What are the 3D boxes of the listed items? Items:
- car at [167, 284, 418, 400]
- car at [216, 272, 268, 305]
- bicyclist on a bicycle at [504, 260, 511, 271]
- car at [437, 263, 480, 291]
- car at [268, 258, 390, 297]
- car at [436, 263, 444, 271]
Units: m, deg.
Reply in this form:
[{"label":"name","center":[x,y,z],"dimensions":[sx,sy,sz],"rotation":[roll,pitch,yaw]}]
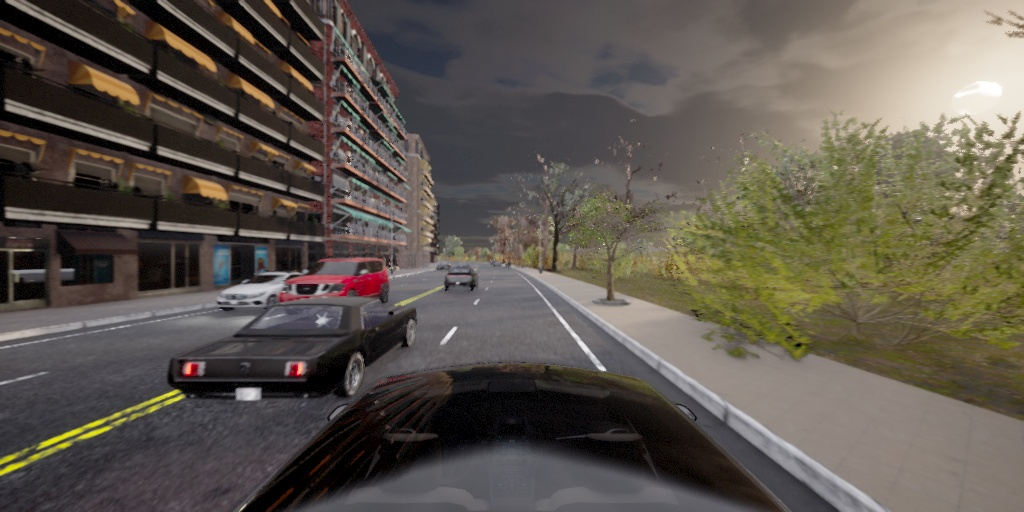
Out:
[{"label":"car","center":[-3.152,1.390,6.522],"dimensions":[1.895,1.301,4.718],"rotation":[0,0,0]},{"label":"car","center":[-9.864,1.385,15.039],"dimensions":[1.812,1.442,4.674],"rotation":[0,0,0]},{"label":"bicyclist on a bicycle","center":[-0.465,1.593,60.130],"dimensions":[0.659,1.776,1.843],"rotation":[0,0,-4]},{"label":"car","center":[-3.210,1.421,23.523],"dimensions":[2.128,1.511,4.902],"rotation":[0,0,-1]},{"label":"car","center":[-6.611,1.074,14.188],"dimensions":[2.150,2.045,5.566],"rotation":[0,-1,0]},{"label":"car","center":[-11.044,1.774,57.938],"dimensions":[1.994,1.385,4.181],"rotation":[0,0,-3]}]
